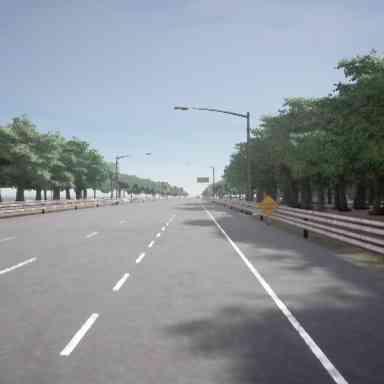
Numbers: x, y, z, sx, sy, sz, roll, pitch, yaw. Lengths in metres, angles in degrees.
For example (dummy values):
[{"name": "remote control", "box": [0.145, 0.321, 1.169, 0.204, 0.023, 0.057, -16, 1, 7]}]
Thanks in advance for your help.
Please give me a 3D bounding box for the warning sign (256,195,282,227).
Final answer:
[{"name": "warning sign", "box": [4.561, 1.116, 19.820, 1.300, 1.860, 1.060, -1, -1, 0]}]
